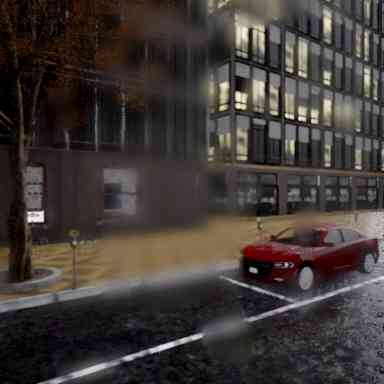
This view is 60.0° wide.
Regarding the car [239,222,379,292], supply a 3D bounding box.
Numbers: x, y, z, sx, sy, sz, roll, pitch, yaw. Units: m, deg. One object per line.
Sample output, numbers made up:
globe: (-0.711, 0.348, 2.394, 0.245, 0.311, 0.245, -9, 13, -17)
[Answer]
car: (3.226, 1.529, 8.865, 4.507, 1.381, 1.887, 0, 0, -36)
